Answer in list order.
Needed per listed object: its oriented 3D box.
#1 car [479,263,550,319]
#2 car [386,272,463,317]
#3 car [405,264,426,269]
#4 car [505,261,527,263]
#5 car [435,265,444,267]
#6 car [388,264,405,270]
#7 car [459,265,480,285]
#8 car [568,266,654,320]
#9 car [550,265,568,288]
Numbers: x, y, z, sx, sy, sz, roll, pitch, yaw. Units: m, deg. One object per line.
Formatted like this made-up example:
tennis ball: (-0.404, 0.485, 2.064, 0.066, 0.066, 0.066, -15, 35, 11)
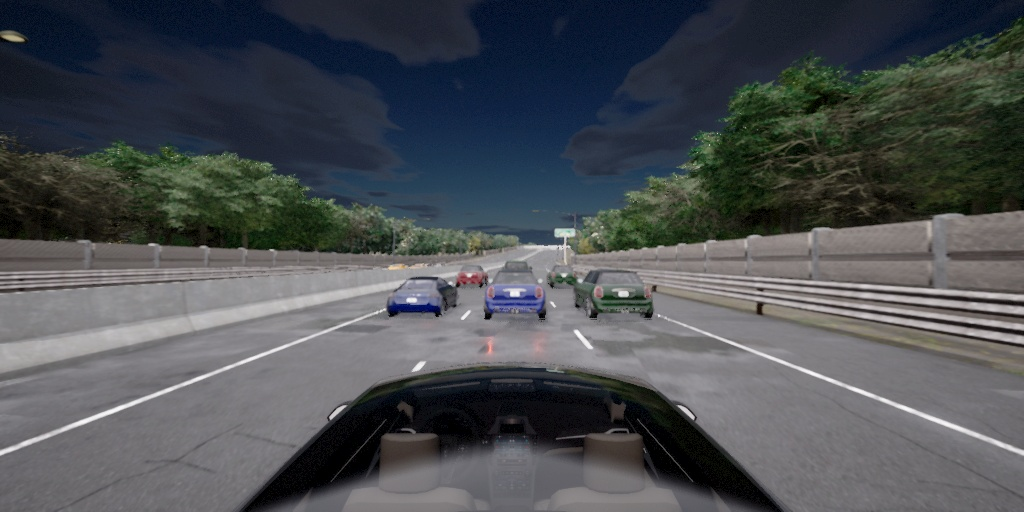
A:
car: (0.136, 1.270, 13.700, 2.097, 1.767, 4.553, 0, -1, 1)
car: (-3.356, 1.489, 14.151, 1.994, 1.385, 4.181, 0, -1, 1)
car: (-15.942, 2.158, 61.109, 1.882, 1.535, 5.008, 0, -1, 4)
car: (0.370, 1.367, 27.509, 2.150, 2.045, 5.566, 0, -1, 2)
car: (-12.442, 2.209, 61.082, 1.812, 1.442, 4.674, 0, -1, 4)
car: (-19.436, 2.156, 61.252, 1.882, 1.535, 5.008, 0, -1, 3)
car: (-3.090, 1.512, 28.669, 2.097, 1.767, 4.553, 0, -1, 2)
car: (3.637, 1.272, 13.680, 2.097, 1.767, 4.553, 0, -1, 1)
car: (3.907, 1.515, 28.513, 2.097, 1.767, 4.553, 0, -1, 2)
